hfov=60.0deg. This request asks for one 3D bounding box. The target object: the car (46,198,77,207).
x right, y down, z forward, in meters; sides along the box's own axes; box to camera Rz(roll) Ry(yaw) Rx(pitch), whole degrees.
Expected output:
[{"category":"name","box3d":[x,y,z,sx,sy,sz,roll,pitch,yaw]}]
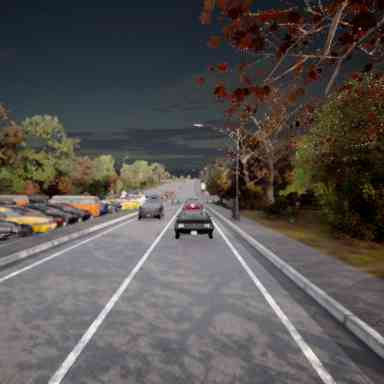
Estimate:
[{"category":"car","box3d":[-23.259,1.862,59.408,4.792,1.488,2.163,0,-1,0]}]

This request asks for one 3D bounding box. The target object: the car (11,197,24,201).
[{"category":"car","box3d":[-23.348,1.642,39.895,4.792,1.488,2.163,0,-1,0]}]

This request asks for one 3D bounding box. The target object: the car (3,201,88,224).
[{"category":"car","box3d":[-10.235,1.572,23.303,4.792,1.488,2.163,0,0,0]}]

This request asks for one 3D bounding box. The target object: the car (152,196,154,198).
[{"category":"car","box3d":[-10.175,1.894,62.157,4.792,1.488,2.163,0,-1,0]}]

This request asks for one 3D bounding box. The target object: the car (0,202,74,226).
[{"category":"car","box3d":[-10.240,1.563,20.526,4.792,1.488,2.163,0,0,0]}]

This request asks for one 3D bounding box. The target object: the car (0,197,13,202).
[{"category":"car","box3d":[-23.352,1.622,37.255,4.792,1.488,2.163,0,0,0]}]

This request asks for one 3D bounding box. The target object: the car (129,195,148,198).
[{"category":"car","box3d":[-10.403,1.764,53.829,5.366,1.575,1.946,0,-1,0]}]

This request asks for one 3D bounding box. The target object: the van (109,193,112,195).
[{"category":"van","box3d":[-23.375,1.203,91.922,4.442,1.987,1.878,1,0,0]}]

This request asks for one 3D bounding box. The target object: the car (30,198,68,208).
[{"category":"car","box3d":[-23.111,1.764,53.868,5.366,1.575,1.946,0,-1,0]}]

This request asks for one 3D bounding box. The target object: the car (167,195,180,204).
[{"category":"car","box3d":[-3.455,1.836,69.823,2.128,1.511,4.902,0,0,0]}]

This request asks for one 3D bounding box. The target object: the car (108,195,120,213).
[{"category":"car","box3d":[-10.279,1.452,34.405,4.553,1.767,2.185,0,0,0]}]

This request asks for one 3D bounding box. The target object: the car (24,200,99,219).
[{"category":"car","box3d":[-10.231,1.580,26.079,4.792,1.488,2.163,0,0,0]}]

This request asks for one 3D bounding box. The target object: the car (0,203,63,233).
[{"category":"car","box3d":[-10.088,1.523,17.750,5.366,1.575,1.946,0,0,0]}]

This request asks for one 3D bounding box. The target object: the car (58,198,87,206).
[{"category":"car","box3d":[-23.275,1.895,64.825,5.008,1.535,2.097,0,-1,0]}]

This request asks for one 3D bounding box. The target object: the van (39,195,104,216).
[{"category":"van","box3d":[-10.373,1.333,28.856,4.442,1.987,1.878,0,0,0]}]

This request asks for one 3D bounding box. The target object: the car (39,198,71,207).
[{"category":"car","box3d":[-23.290,1.840,56.638,4.674,1.452,2.002,0,-1,0]}]

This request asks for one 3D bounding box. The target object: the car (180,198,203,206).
[{"category":"car","box3d":[0.067,1.453,35.473,2.097,1.767,4.553,0,0,0]}]

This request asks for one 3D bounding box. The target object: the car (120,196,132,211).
[{"category":"car","box3d":[-10.424,1.610,39.952,5.366,1.575,1.946,0,-1,0]}]

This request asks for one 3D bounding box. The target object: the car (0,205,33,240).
[{"category":"car","box3d":[-10.284,1.518,14.974,4.892,1.521,2.231,0,0,0]}]

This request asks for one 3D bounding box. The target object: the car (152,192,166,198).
[{"category":"car","box3d":[-10.392,1.457,91.973,4.792,1.488,2.163,0,0,0]}]

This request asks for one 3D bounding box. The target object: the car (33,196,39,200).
[{"category":"car","box3d":[-23.281,1.700,45.559,4.792,1.488,2.163,0,-1,0]}]

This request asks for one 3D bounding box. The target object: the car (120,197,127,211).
[{"category":"car","box3d":[-10.237,1.593,37.184,4.892,1.521,2.231,0,-1,0]}]

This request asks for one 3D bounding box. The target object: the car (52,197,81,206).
[{"category":"car","box3d":[-23.316,1.737,62.055,4.553,1.767,2.185,0,-1,0]}]

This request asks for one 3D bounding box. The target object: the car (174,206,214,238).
[{"category":"car","box3d":[0.096,1.623,17.731,1.895,1.301,4.718,0,0,0]}]

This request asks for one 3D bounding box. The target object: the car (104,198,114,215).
[{"category":"car","box3d":[-10.281,1.597,31.632,4.792,1.488,2.163,0,0,0]}]

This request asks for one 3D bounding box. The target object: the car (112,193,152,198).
[{"category":"car","box3d":[-10.241,1.548,56.608,5.566,2.045,2.435,0,-1,0]}]

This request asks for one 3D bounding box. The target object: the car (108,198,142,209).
[{"category":"car","box3d":[-10.228,1.736,51.053,4.892,1.521,2.231,0,-1,0]}]

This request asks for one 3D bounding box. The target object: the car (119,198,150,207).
[{"category":"car","box3d":[-10.214,1.832,59.381,5.008,1.535,2.097,0,-1,0]}]

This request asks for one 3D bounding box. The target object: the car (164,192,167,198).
[{"category":"car","box3d":[-10.444,1.469,94.757,4.792,1.488,2.163,0,0,0]}]

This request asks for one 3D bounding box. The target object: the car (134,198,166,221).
[{"category":"car","box3d":[-3.363,1.545,28.211,1.882,1.535,5.008,0,0,0]}]

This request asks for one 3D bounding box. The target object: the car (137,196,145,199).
[{"category":"car","box3d":[-10.040,1.699,48.277,5.366,1.575,1.946,0,-1,0]}]

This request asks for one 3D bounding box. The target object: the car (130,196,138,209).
[{"category":"car","box3d":[-10.049,1.635,42.604,5.366,1.575,1.946,0,-1,0]}]

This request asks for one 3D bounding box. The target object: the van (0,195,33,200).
[{"category":"van","box3d":[-23.431,1.413,42.668,4.442,1.987,1.878,0,-1,0]}]
